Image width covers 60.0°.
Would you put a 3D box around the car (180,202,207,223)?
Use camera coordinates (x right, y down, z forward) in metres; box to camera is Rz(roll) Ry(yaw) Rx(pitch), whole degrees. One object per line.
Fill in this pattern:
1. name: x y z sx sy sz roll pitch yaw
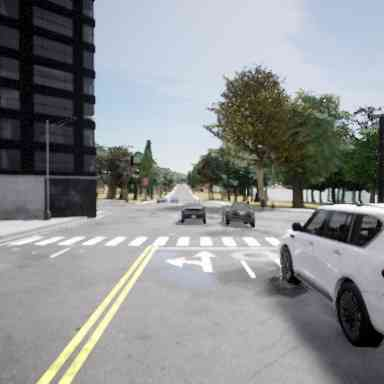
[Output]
1. car: 0.118 1.568 26.006 1.837 1.490 4.892 0 -2 0

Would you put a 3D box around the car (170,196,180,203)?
1. car: -4.213 1.986 79.586 1.812 1.442 4.674 0 -1 -2

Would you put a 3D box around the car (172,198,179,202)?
1. car: -4.674 2.280 94.592 1.895 1.301 4.718 0 -1 -2

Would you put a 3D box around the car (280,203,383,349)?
1. car: 3.361 1.216 6.390 2.150 2.045 5.566 0 0 0

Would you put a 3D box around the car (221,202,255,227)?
1. car: 3.494 1.580 25.417 2.097 1.767 4.553 7 -1 0

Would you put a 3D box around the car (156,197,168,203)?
1. car: -7.461 2.004 79.485 2.033 1.411 5.357 0 -1 -2

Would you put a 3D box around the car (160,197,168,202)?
1. car: -7.935 2.234 94.930 2.033 1.411 5.357 0 -1 -2
